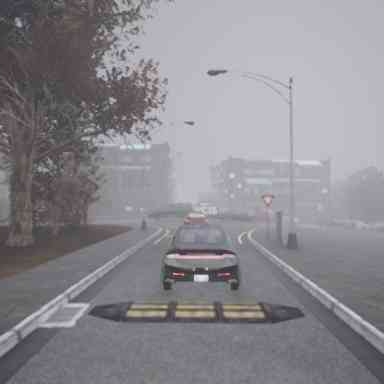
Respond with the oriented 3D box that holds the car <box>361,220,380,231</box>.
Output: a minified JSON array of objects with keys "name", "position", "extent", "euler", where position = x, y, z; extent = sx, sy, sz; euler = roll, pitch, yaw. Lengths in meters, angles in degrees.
[{"name":"car","position":[24.783,4.998,49.799],"extent":[2.002,1.452,4.674],"euler":[7,-4,-30]}]

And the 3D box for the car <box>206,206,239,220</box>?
[{"name":"car","position":[4.097,2.840,45.838],"extent":[2.185,1.767,4.553],"euler":[4,-4,-32]}]

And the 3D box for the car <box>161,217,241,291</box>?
[{"name":"car","position":[0.239,1.664,9.424],"extent":[2.128,1.511,4.902],"euler":[0,-2,1]}]

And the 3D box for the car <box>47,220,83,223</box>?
[{"name":"car","position":[-14.459,2.636,37.287],"extent":[5.566,2.045,2.150],"euler":[-2,-2,19]}]

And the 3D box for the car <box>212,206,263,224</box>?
[{"name":"car","position":[5.000,2.703,36.832],"extent":[4.674,1.442,1.812],"euler":[4,-2,-10]}]

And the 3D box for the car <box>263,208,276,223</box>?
[{"name":"car","position":[10.050,3.260,46.986],"extent":[2.435,2.045,5.566],"euler":[7,-4,-31]}]

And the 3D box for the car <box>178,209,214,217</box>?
[{"name":"car","position":[0.198,2.185,24.641],"extent":[1.812,1.442,4.674],"euler":[0,-2,-5]}]

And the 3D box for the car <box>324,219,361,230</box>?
[{"name":"car","position":[21.821,4.708,49.241],"extent":[2.002,1.452,4.674],"euler":[7,-4,-30]}]

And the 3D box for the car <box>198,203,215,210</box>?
[{"name":"car","position":[1.226,2.547,45.205],"extent":[2.435,2.045,5.566],"euler":[1,-3,-31]}]

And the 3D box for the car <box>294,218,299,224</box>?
[{"name":"car","position":[12.872,3.798,47.728],"extent":[1.946,1.575,5.366],"euler":[7,-4,-31]}]

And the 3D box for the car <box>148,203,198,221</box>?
[{"name":"car","position":[-2.454,2.326,39.456],"extent":[5.566,2.045,2.150],"euler":[-1,-1,-8]}]

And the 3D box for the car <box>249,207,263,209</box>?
[{"name":"car","position":[7.061,3.091,46.382],"extent":[2.185,1.767,4.553],"euler":[6,-4,-31]}]

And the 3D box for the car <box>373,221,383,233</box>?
[{"name":"car","position":[27.571,5.100,45.004],"extent":[4.718,1.301,1.895],"euler":[6,-3,-11]}]
